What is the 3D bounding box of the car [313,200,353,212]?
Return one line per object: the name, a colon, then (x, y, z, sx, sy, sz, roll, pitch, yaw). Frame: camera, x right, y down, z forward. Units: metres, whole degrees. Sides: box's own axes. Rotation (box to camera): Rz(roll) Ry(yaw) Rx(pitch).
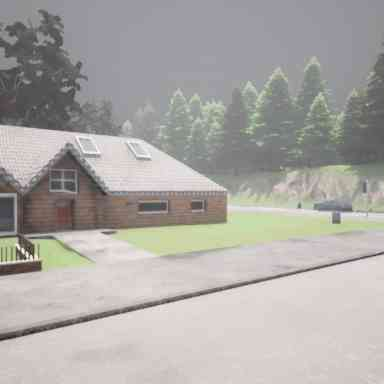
car: (15.988, 1.562, 37.830, 1.994, 1.385, 4.181, 0, 0, -35)
